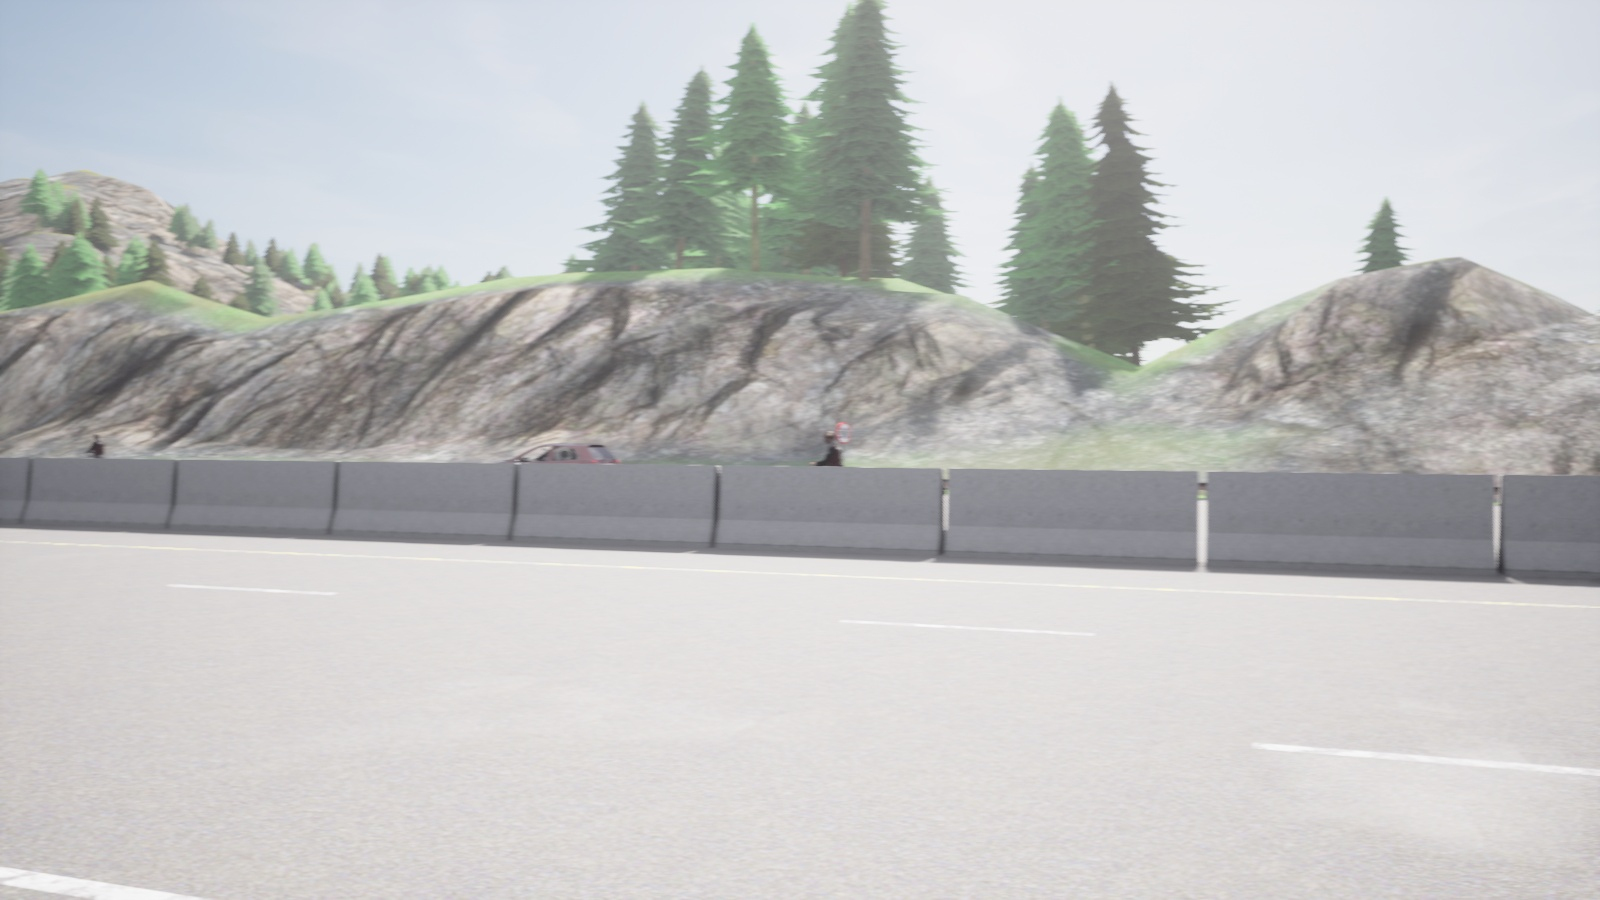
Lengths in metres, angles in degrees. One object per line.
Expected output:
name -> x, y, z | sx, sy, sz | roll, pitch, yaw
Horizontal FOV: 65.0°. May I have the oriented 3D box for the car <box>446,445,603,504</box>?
car -> -7.302, 0.619, 33.341 | 3.633, 1.501, 1.845 | 0, 0, 18
